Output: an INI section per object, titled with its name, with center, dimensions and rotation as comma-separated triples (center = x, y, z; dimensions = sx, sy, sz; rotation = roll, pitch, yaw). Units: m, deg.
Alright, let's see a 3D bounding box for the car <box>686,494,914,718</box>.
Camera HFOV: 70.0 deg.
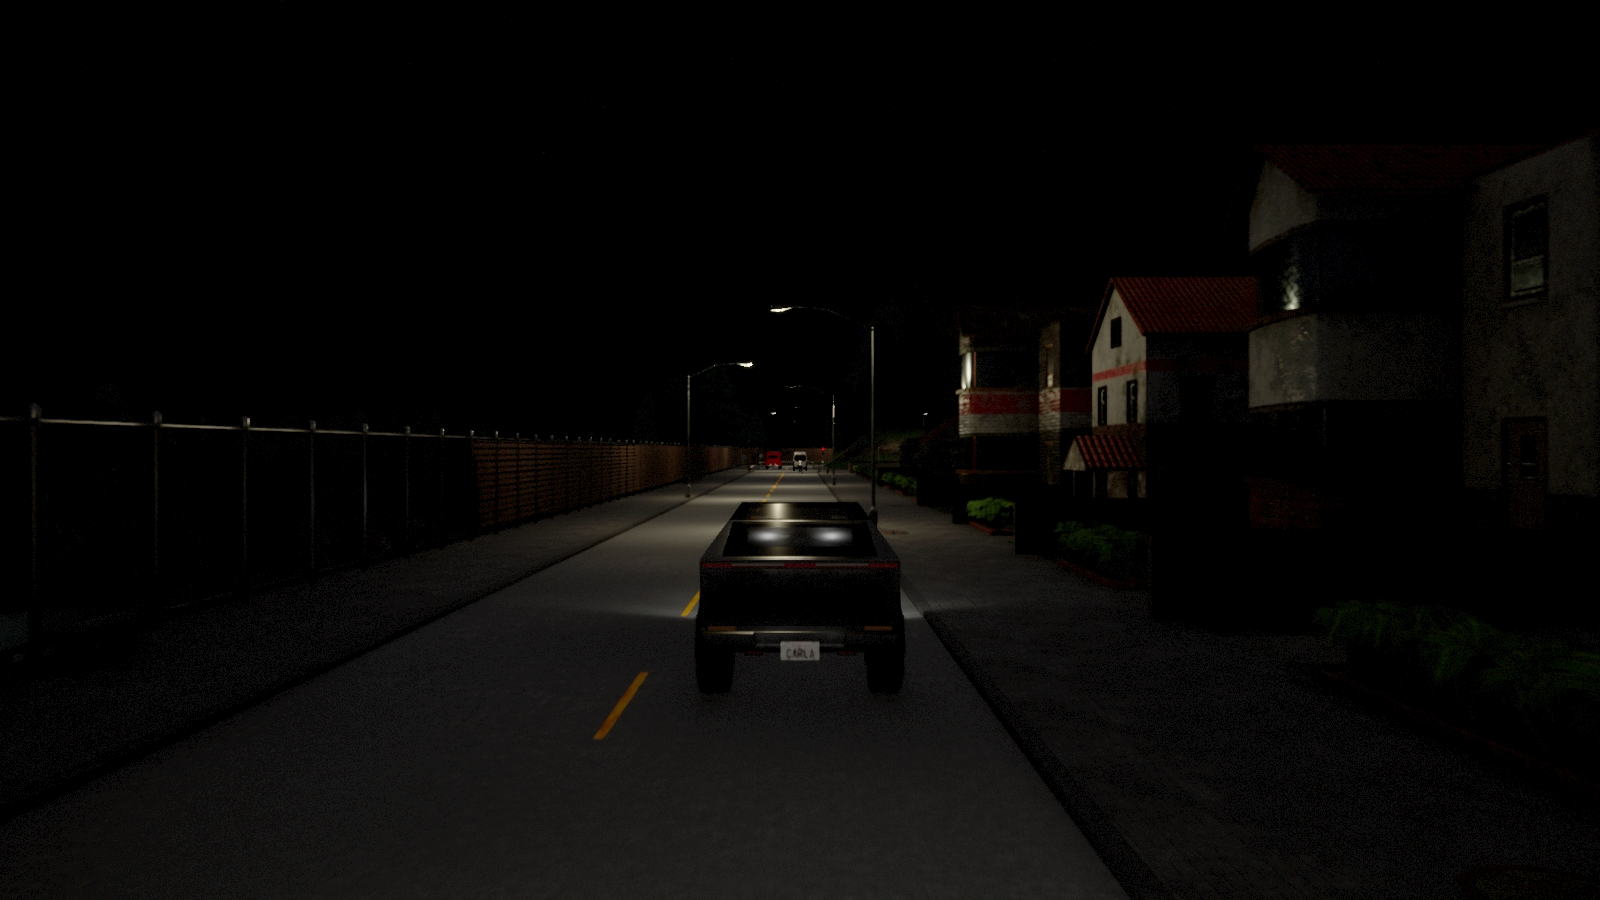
[car]
center = 0.000, 1.753, 15.084
dimensions = 2.390, 2.098, 6.274
rotation = 0, 0, 0
